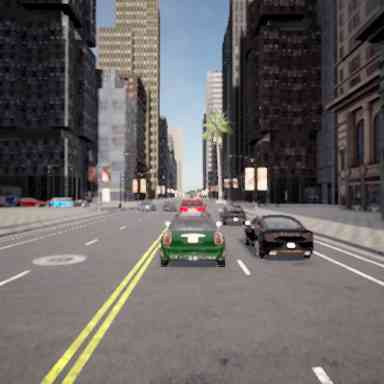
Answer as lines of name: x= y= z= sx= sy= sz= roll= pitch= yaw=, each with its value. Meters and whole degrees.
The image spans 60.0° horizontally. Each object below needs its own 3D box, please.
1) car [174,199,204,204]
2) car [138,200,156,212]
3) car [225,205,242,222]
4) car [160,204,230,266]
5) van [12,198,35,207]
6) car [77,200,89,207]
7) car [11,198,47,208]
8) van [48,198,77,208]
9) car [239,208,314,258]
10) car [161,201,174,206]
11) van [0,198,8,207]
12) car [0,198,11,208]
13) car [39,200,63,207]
car: x=0.042 y=1.531 z=26.186 sx=2.150 sy=2.045 sz=5.566 roll=0 pitch=0 yaw=1
car: x=-6.530 y=1.917 z=48.222 sx=2.097 sy=1.767 sz=4.553 roll=0 pitch=-1 yaw=0
car: x=3.303 y=1.828 z=27.352 sx=1.837 sy=1.490 sz=4.892 roll=0 pitch=0 yaw=0
car: x=0.049 y=1.496 z=12.259 sx=2.097 sy=1.767 sz=4.553 roll=0 pitch=-1 yaw=1
van: x=-34.903 y=2.139 z=68.883 sx=3.998 sy=1.788 sz=1.690 roll=0 pitch=-1 yaw=0
car: x=-23.547 y=2.356 z=68.880 sx=4.403 sy=1.369 sz=2.008 roll=0 pitch=-1 yaw=0
car: x=-29.223 y=1.991 z=60.359 sx=5.009 sy=1.841 sz=2.192 roll=0 pitch=-1 yaw=0
van: x=-23.546 y=2.022 z=60.359 sx=3.998 sy=1.788 sz=1.690 roll=0 pitch=-1 yaw=0
car: x=3.310 y=1.637 z=13.504 sx=1.882 sy=1.535 sz=5.008 roll=0 pitch=0 yaw=0
car: x=-3.281 y=2.071 z=48.118 sx=1.837 sy=1.490 sz=4.892 roll=0 pitch=-1 yaw=1
van: x=-40.580 y=2.137 z=68.883 sx=3.998 sy=1.788 sz=1.690 roll=0 pitch=-1 yaw=0
car: x=-34.901 y=2.255 z=60.355 sx=4.206 sy=1.307 sz=1.802 roll=0 pitch=-1 yaw=0
car: x=-29.225 y=2.383 z=68.879 sx=4.206 sy=1.307 sz=1.802 roll=0 pitch=-1 yaw=0
